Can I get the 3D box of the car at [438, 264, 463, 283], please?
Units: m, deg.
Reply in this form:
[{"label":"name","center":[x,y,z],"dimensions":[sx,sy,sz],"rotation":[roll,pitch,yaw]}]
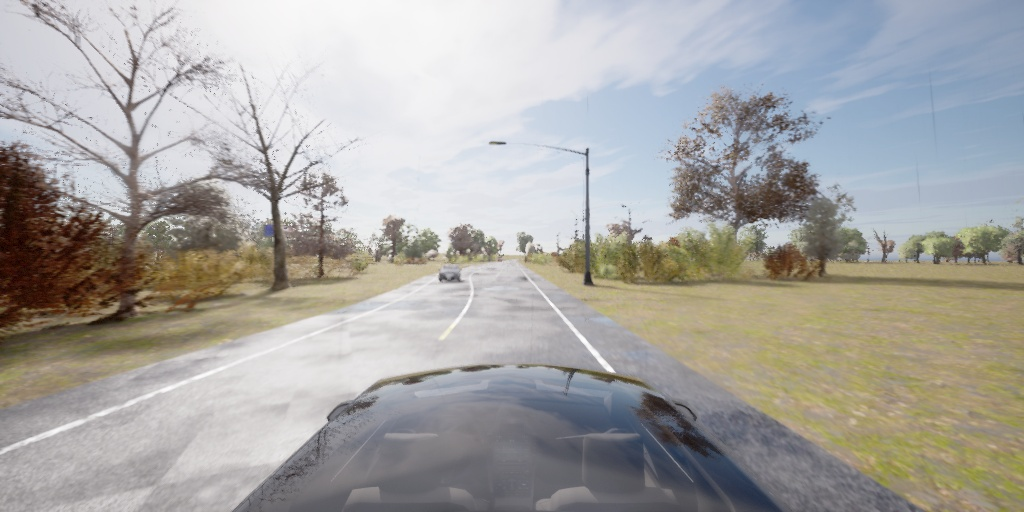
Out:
[{"label":"car","center":[-5.400,1.489,31.537],"dimensions":[2.128,1.511,4.902],"rotation":[0,0,-7]}]
